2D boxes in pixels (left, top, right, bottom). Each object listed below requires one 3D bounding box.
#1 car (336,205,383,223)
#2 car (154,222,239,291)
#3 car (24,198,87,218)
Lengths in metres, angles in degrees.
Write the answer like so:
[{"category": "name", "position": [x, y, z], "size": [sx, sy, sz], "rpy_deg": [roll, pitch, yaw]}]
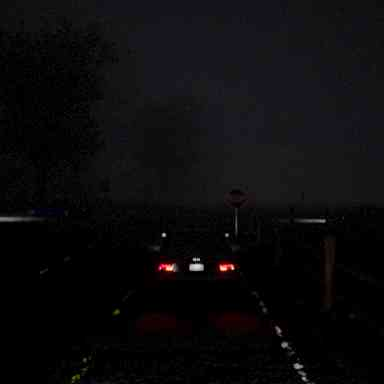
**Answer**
[{"category": "car", "position": [13.755, 1.703, 26.462], "size": [4.181, 1.385, 1.994], "rpy_deg": [1, 0, 2]}, {"category": "car", "position": [0.094, 1.519, 9.029], "size": [2.033, 1.411, 5.357], "rpy_deg": [0, 0, 0]}, {"category": "car", "position": [-11.217, 1.238, 27.301], "size": [5.008, 1.535, 1.882], "rpy_deg": [1, 0, 7]}]
